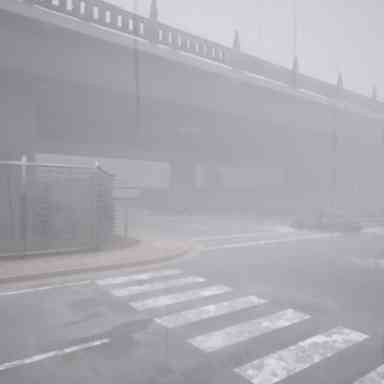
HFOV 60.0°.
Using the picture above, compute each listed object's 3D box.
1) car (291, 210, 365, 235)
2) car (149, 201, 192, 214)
[{"bbox_3d":[8.310,1.781,20.543,4.181,1.385,1.994,0,0,42],"label":"car"},{"bbox_3d":[-2.576,1.786,38.985,5.357,1.411,2.033,0,0,37],"label":"car"}]
